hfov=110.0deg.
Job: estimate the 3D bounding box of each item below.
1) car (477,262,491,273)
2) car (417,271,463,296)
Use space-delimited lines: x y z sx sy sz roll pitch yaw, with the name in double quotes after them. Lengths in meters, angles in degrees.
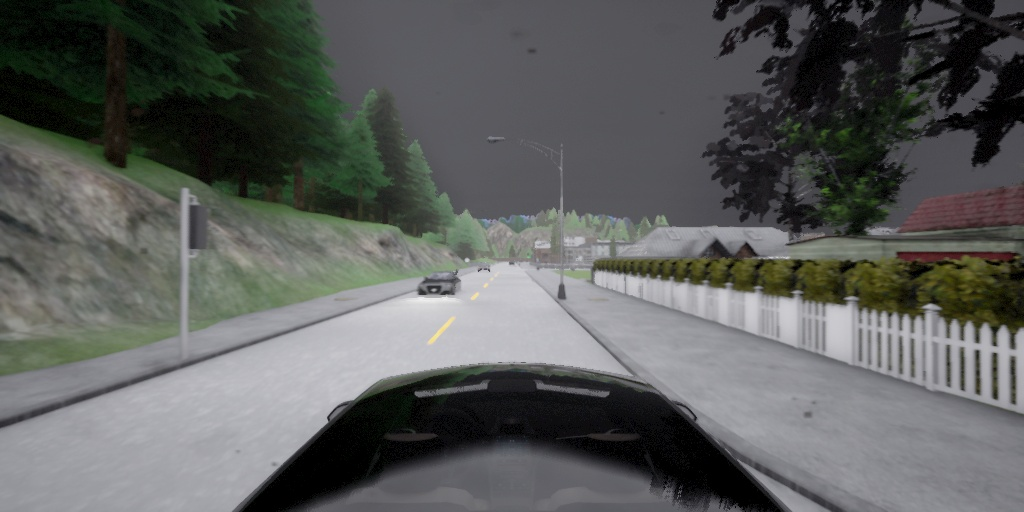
-4.031 1.622 52.500 2.033 1.411 5.357 0 -1 0 "car"
-4.012 1.551 20.469 1.994 1.385 4.181 0 0 0 "car"
